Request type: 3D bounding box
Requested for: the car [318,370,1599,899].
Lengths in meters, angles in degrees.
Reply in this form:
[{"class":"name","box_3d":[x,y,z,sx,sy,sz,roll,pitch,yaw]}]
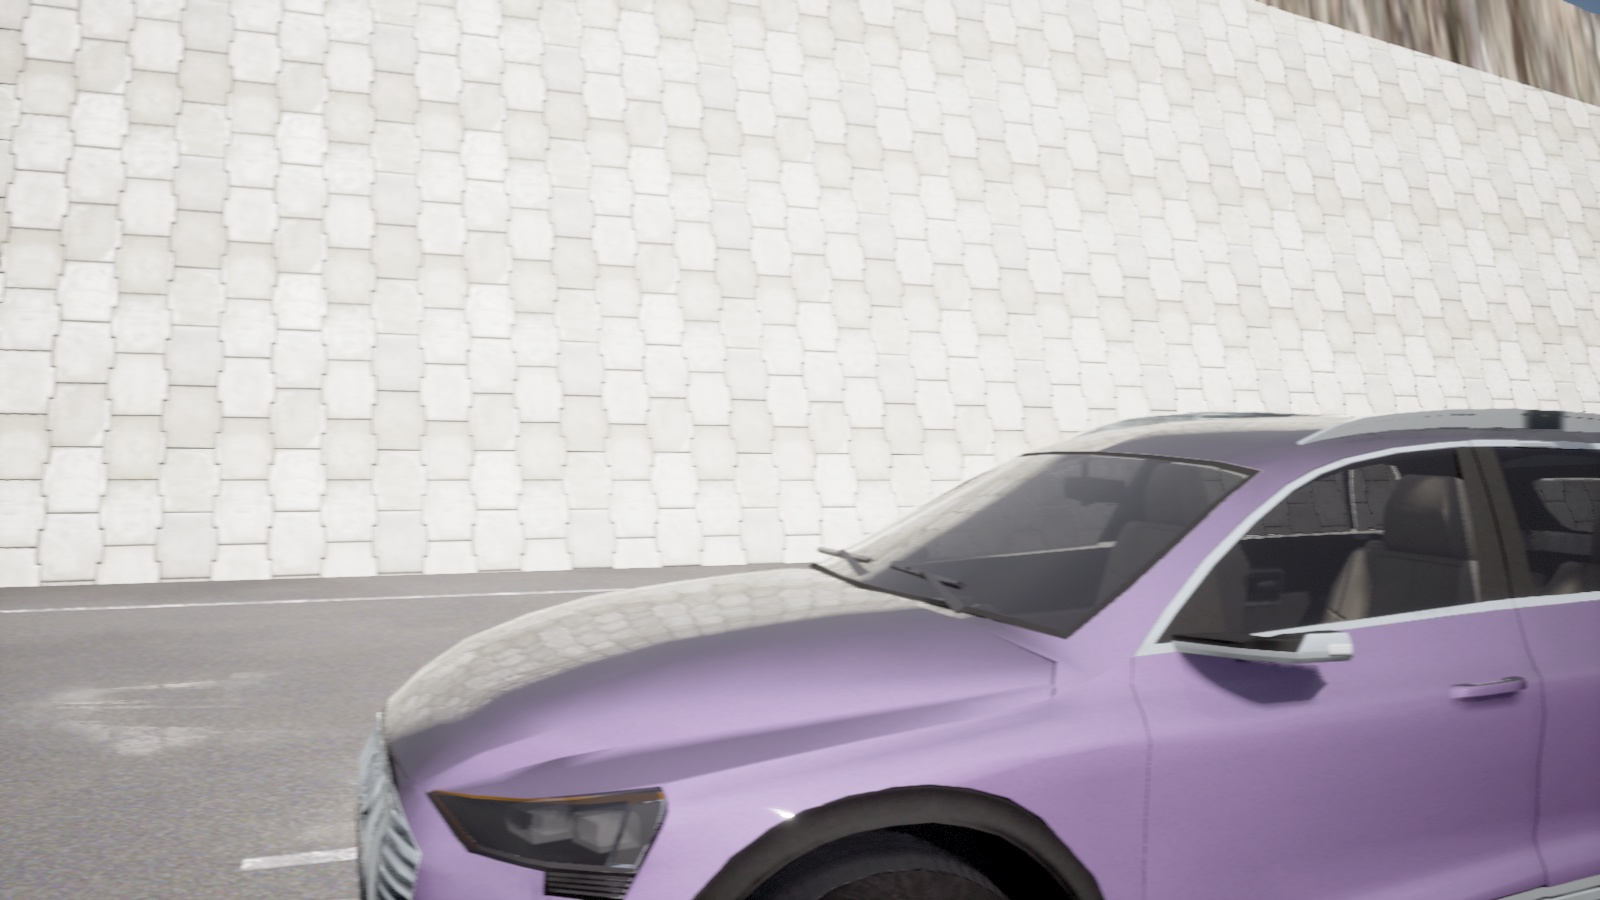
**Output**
[{"class":"car","box_3d":[1.200,0.655,3.694,4.856,1.649,2.033,-1,1,-21]}]
